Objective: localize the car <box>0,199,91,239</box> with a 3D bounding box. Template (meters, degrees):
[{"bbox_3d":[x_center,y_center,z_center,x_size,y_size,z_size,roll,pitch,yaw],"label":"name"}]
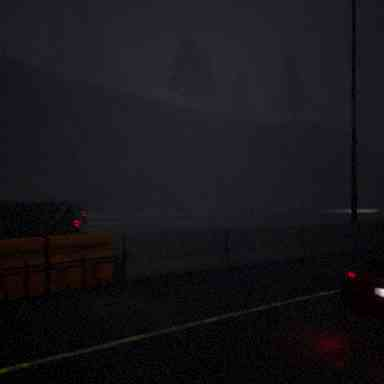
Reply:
[{"bbox_3d":[-8.828,1.419,18.893,5.566,2.045,2.150,1,-1,-32],"label":"car"}]

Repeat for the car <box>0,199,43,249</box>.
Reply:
[{"bbox_3d":[-9.599,1.358,14.211,5.566,2.045,2.150,1,-1,-34],"label":"car"}]

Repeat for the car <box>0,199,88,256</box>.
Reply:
[{"bbox_3d":[-6.792,1.341,11.878,5.566,2.045,2.150,1,-1,-33],"label":"car"}]

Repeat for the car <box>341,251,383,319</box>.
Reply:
[{"bbox_3d":[4.916,1.667,6.550,4.181,1.385,1.994,1,-1,-31],"label":"car"}]
